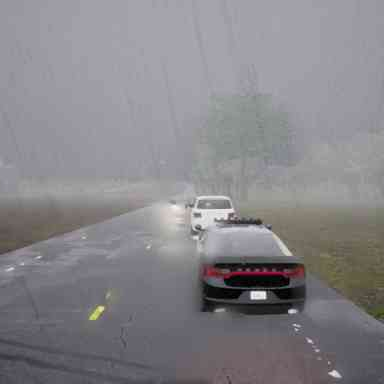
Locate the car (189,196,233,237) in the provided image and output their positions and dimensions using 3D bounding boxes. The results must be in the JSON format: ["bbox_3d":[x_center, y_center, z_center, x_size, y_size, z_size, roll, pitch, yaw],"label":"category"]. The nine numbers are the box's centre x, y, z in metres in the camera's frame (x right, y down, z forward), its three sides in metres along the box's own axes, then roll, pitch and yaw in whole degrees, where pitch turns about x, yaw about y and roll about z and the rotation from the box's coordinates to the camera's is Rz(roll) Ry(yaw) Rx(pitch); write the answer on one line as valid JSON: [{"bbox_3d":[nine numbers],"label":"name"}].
[{"bbox_3d":[1.029,1.213,17.740,2.150,2.045,5.566,0,0,0],"label":"car"}]

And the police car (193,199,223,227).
[{"bbox_3d":[1.021,1.408,23.822,1.930,1.638,5.238,0,0,0],"label":"police car"}]

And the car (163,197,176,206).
[{"bbox_3d":[-3.569,1.506,54.044,1.895,1.301,4.718,0,0,0],"label":"car"}]

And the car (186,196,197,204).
[{"bbox_3d":[-0.075,1.483,60.439,1.895,1.301,4.718,0,0,0],"label":"car"}]

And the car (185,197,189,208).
[{"bbox_3d":[-0.015,1.481,45.582,2.033,1.411,5.357,0,0,1],"label":"car"}]

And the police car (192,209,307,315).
[{"bbox_3d":[1.041,1.421,7.820,1.930,1.638,5.238,0,0,0],"label":"police car"}]
